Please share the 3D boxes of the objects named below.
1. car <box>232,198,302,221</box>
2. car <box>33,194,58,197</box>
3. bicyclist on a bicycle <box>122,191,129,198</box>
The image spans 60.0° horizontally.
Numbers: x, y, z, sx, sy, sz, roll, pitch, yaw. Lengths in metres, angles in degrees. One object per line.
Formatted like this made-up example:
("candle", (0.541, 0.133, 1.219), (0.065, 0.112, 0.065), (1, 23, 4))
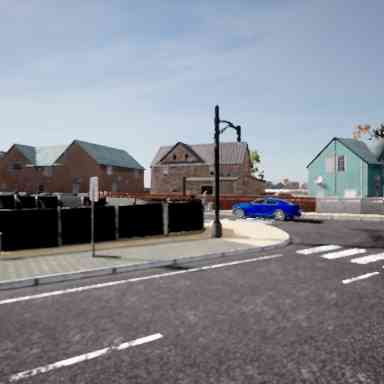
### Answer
("car", (5.259, 1.165, 23.899), (5.008, 1.535, 1.882), (1, 0, 35))
("car", (-11.629, 0.935, 27.075), (4.902, 1.511, 2.128), (1, 1, 19))
("bicyclist on a bicycle", (-6.316, 0.773, 31.439), (0.582, 1.620, 1.656), (1, 1, 19))
